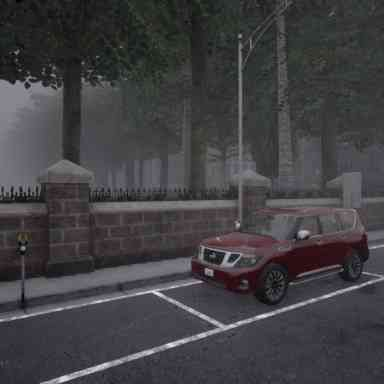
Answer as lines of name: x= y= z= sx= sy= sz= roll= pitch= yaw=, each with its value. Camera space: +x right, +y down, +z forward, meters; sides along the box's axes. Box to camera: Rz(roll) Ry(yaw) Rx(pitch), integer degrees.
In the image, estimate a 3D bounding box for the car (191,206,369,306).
car: x=2.393 y=1.314 z=8.238 sx=5.009 sy=1.841 sz=2.192 roll=0 pitch=0 yaw=-35
